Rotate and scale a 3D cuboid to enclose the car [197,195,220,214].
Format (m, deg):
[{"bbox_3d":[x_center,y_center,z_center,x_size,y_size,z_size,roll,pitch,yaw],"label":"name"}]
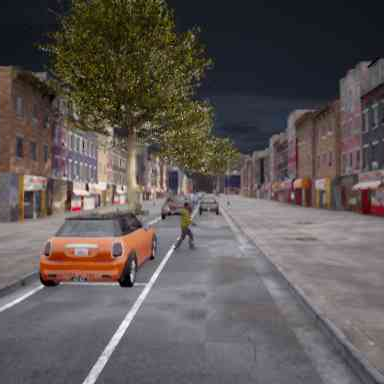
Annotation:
[{"bbox_3d":[1.672,1.368,32.832,2.128,1.511,4.902,0,0,3],"label":"car"}]

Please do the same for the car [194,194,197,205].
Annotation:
[{"bbox_3d":[-1.017,1.192,32.848,2.192,1.841,5.009,2,0,3],"label":"car"}]

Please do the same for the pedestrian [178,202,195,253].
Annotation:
[{"bbox_3d":[-0.207,1.250,12.123,0.375,1.860,0.375,-2,-1,3],"label":"pedestrian"}]

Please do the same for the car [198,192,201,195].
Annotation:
[{"bbox_3d":[0.072,1.234,54.963,1.967,1.590,4.097,2,0,3],"label":"car"}]

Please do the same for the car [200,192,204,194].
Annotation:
[{"bbox_3d":[1.159,1.303,77.077,1.802,1.307,4.206,2,0,3],"label":"car"}]

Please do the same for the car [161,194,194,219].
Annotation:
[{"bbox_3d":[-1.290,1.213,27.320,2.192,1.841,5.009,2,0,3],"label":"car"}]

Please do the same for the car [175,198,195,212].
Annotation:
[{"bbox_3d":[-0.751,1.400,38.377,1.887,1.381,4.507,2,0,3],"label":"car"}]

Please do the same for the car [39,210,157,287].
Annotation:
[{"bbox_3d":[-2.315,1.318,9.394,2.097,1.767,4.553,0,0,3],"label":"car"}]
